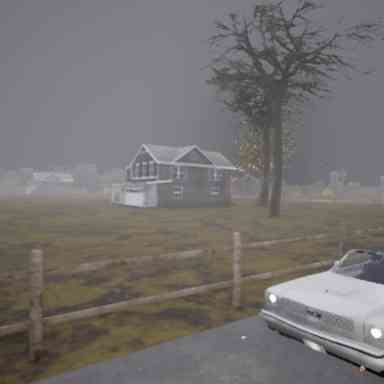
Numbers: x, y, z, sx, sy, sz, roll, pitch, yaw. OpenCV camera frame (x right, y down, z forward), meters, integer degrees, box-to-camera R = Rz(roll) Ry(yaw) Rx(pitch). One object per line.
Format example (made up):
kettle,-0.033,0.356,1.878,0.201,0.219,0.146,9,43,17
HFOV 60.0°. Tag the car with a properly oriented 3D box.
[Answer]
car,3.319,1.620,5.440,4.718,1.301,1.895,0,0,-36
